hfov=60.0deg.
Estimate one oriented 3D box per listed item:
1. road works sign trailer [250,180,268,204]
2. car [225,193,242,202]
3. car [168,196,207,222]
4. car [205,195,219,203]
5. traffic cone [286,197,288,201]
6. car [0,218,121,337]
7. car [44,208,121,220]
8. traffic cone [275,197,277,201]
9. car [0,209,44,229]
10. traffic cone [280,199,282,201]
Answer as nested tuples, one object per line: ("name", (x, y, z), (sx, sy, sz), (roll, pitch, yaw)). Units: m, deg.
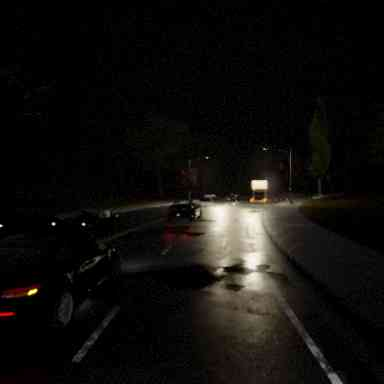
("road works sign trailer", (10.116, -0.005, 49.433), (2.380, 3.560, 2.880), (0, 1, 26))
("car", (7.248, 0.983, 58.383), (1.837, 1.490, 4.892), (-1, 1, 27))
("car", (-0.477, 1.352, 25.182), (2.128, 1.511, 4.902), (0, 0, 11))
("car", (2.937, 1.147, 56.936), (1.895, 1.301, 4.718), (0, 1, 25))
("traffic cone", (17.199, 1.274, 60.482), (0.340, 0.580, 0.340), (-1, 1, 26))
("car", (-2.843, 1.497, 6.630), (1.812, 1.442, 4.674), (0, 0, 3))
("car", (-5.325, 1.524, 17.210), (1.895, 1.301, 4.718), (0, 0, 8))
("traffic cone", (15.398, 1.294, 61.344), (0.340, 0.580, 0.340), (-1, 0, 25))
("car", (-8.687, 1.531, 16.560), (1.895, 1.301, 4.718), (0, 0, 7))
("traffic cone", (16.299, 1.284, 60.913), (0.340, 0.580, 0.340), (-1, 0, 26))
